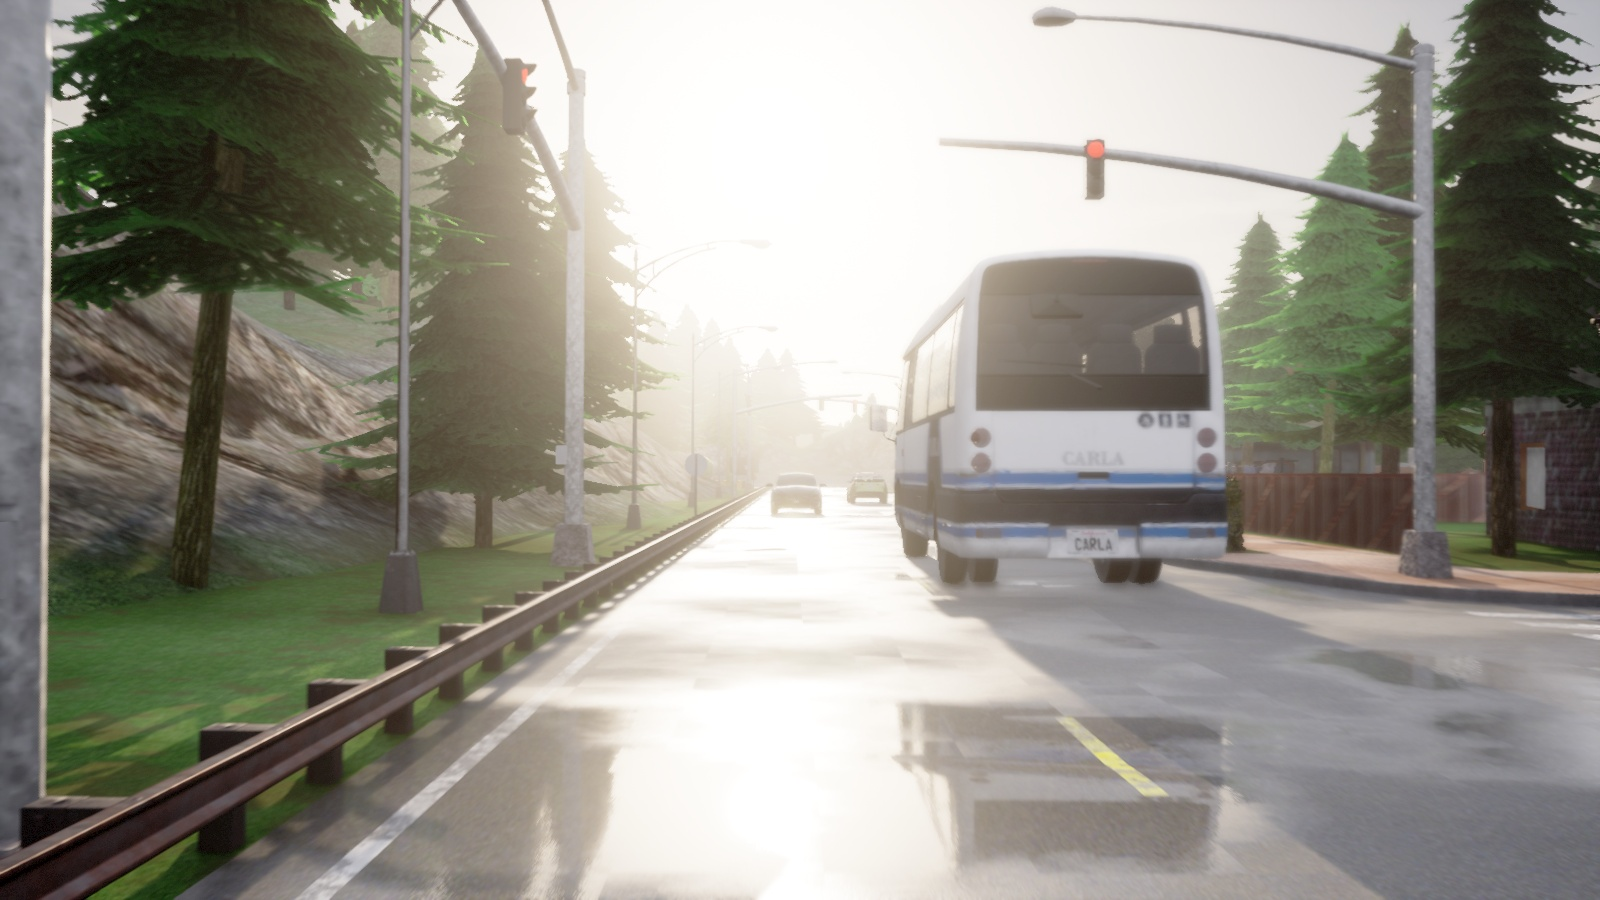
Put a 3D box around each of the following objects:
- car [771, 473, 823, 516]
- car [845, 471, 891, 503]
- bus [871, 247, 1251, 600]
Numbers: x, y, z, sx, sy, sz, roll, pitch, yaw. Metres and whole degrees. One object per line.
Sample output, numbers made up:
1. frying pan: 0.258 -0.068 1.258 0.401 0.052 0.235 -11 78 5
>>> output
1. car: -0.114 1.604 46.508 1.837 1.490 4.892 0 -1 0
2. car: 3.347 1.796 62.217 2.007 1.525 4.514 0 -1 0
3. bus: 3.454 -0.236 20.368 3.944 4.253 10.273 -1 -1 0
